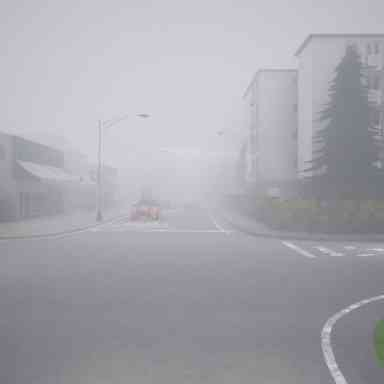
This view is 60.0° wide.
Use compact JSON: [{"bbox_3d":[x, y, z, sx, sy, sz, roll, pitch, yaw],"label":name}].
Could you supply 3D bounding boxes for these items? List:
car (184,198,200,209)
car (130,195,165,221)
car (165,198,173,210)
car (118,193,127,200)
[{"bbox_3d":[0.031,1.539,46.442,1.812,1.442,4.674,0,0,0],"label":"car"},{"bbox_3d":[-3.636,1.360,26.981,2.097,1.767,4.553,0,0,0],"label":"car"},{"bbox_3d":[-3.655,1.538,42.934,1.812,1.442,4.674,0,0,0],"label":"car"},{"bbox_3d":[-19.060,1.516,91.589,2.007,1.523,4.514,0,0,0],"label":"car"}]
